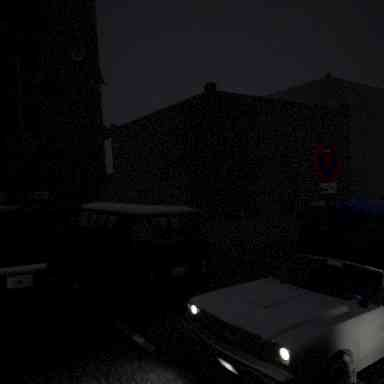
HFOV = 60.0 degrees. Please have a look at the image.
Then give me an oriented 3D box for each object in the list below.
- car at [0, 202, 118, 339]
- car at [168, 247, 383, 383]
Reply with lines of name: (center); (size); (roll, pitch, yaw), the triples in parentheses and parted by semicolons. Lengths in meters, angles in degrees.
car: (-3.725, 1.227, 6.382); (2.435, 2.045, 5.566); (0, 0, -36)
car: (2.189, 1.594, 4.941); (4.718, 1.301, 1.895); (0, 0, -36)
